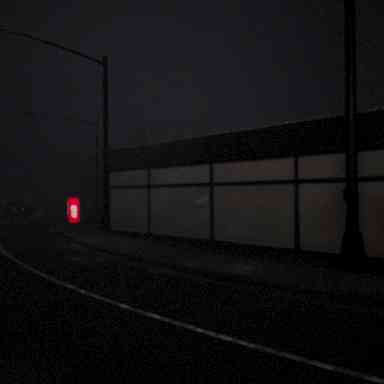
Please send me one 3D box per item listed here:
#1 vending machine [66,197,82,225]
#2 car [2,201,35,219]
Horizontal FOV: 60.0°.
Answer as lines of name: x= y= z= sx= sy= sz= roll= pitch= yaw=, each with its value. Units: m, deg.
vending machine: x=-9.127 y=1.414 z=25.778 sx=1.100 sy=2.100 sz=0.880 roll=0 pitch=0 yaw=-17
car: x=-17.040 y=1.673 z=32.949 sx=2.097 sy=1.767 sz=4.553 roll=0 pitch=0 yaw=-14
